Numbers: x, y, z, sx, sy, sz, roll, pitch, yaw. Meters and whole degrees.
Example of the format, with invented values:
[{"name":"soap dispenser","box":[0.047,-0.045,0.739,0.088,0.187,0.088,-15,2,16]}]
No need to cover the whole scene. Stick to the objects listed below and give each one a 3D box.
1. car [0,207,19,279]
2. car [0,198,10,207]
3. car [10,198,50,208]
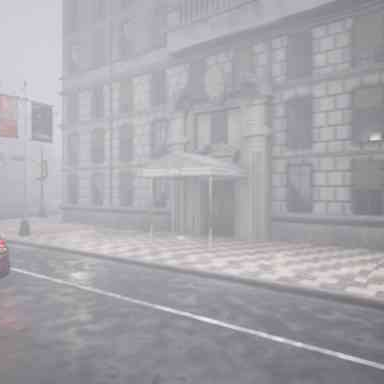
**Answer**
[{"name":"car","box":[-6.767,1.335,8.691,4.553,1.767,2.097,0,0,35]},{"name":"car","box":[-25.040,1.469,45.250,2.033,1.411,5.357,0,0,35]},{"name":"car","box":[-21.308,1.492,44.465,1.994,1.385,4.181,0,0,35]}]
